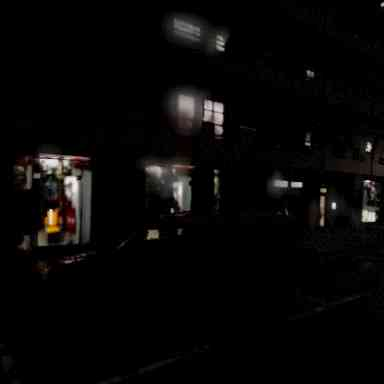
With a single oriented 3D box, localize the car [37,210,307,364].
[{"bbox_3d":[-0.003,1.316,6.068,5.009,1.841,2.192,0,1,-35],"label":"car"}]
